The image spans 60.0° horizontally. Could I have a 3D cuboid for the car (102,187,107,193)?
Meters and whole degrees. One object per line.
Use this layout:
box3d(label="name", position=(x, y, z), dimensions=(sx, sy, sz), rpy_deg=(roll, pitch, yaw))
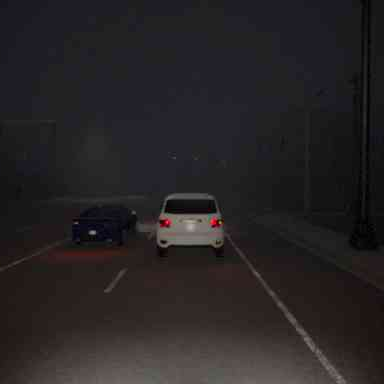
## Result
box3d(label="car", position=(-19.743, -0.479, 78.043), dimensions=(1.812, 1.442, 4.674), rpy_deg=(-1, 2, -30))

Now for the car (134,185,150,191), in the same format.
box3d(label="car", position=(-14.074, -1.105, 93.619), dimensions=(4.902, 1.511, 2.128), rpy_deg=(2, 2, 45))

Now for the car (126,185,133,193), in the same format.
box3d(label="car", position=(-16.715, -0.534, 79.788), dimensions=(2.033, 1.411, 5.357), rpy_deg=(-1, 2, -30))

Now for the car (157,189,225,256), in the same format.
box3d(label="car", position=(-0.055, 1.044, 12.431), dimensions=(2.150, 2.045, 5.566), rpy_deg=(0, 1, 0))

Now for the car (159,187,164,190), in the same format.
box3d(label="car", position=(-8.570, -0.669, 86.551), dimensions=(1.895, 1.301, 4.718), rpy_deg=(-1, 2, -33))

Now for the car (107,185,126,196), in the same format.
box3d(label="car", position=(-14.341, -0.332, 63.236), dimensions=(2.150, 2.045, 5.566), rpy_deg=(0, 2, -8))

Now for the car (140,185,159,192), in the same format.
box3d(label="car", position=(-11.184, -0.651, 84.160), dimensions=(2.033, 1.411, 5.357), rpy_deg=(-1, 2, -33))

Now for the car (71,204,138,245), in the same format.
box3d(label="car", position=(-3.564, 1.265, 14.381), dimensions=(1.882, 1.535, 5.008), rpy_deg=(0, 1, 0))

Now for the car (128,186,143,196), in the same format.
box3d(label="car", position=(-11.080, -0.006, 64.981), dimensions=(1.895, 1.301, 4.718), rpy_deg=(0, 2, -10))
